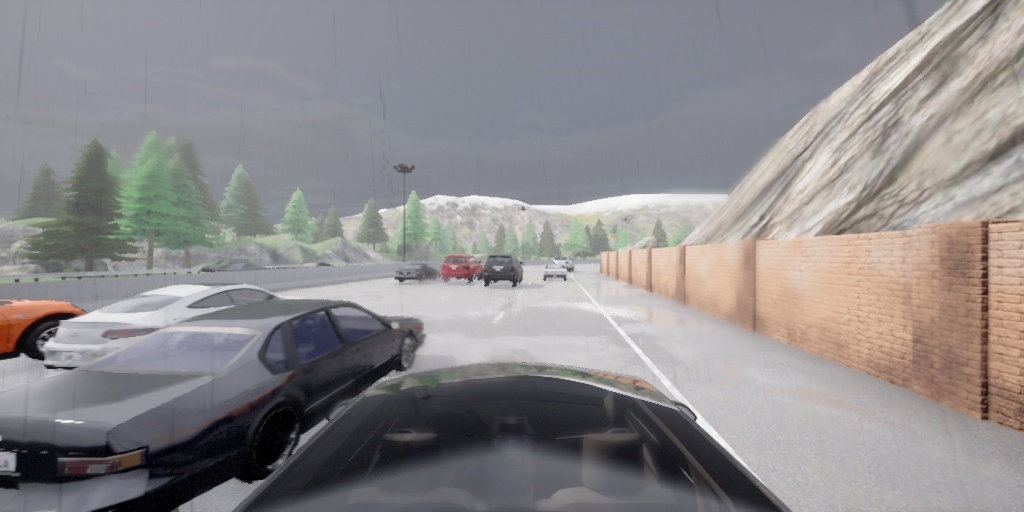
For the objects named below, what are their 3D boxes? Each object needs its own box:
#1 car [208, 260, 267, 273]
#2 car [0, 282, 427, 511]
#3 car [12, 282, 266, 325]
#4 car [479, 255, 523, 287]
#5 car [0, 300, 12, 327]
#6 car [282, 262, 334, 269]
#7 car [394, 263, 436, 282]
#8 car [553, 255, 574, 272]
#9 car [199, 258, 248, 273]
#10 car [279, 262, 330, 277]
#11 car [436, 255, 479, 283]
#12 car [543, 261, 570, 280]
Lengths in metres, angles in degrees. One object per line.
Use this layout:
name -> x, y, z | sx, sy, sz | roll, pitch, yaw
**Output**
car -> -24.437, 1.295, 32.448 | 1.994, 1.385, 4.181 | 0, 0, 7
car -> -2.862, 1.295, 4.684 | 2.033, 1.411, 5.357 | 0, 0, 7
car -> -6.068, 1.272, 7.434 | 1.812, 1.442, 4.674 | 0, 0, 7
car -> -0.529, 0.956, 24.825 | 2.150, 2.045, 5.566 | 0, 0, 7
car -> -9.810, 1.098, 5.543 | 2.097, 1.767, 4.553 | 0, 0, 7
car -> -17.506, 1.257, 31.662 | 1.812, 1.442, 4.674 | 0, 0, 7
car -> -7.238, 1.282, 27.753 | 2.033, 1.411, 5.357 | 0, 0, 7
car -> 6.466, 0.950, 44.901 | 2.150, 2.045, 5.566 | 0, 0, 17
car -> -27.635, 1.081, 34.969 | 2.097, 1.767, 4.553 | 0, 0, 8
car -> -20.507, 1.330, 35.714 | 1.895, 1.301, 4.718 | 0, 0, 8
car -> -3.727, 0.958, 27.636 | 2.150, 2.045, 5.566 | 0, 0, 7
car -> 3.696, 1.335, 30.807 | 1.895, 1.301, 4.718 | 0, 0, 7
